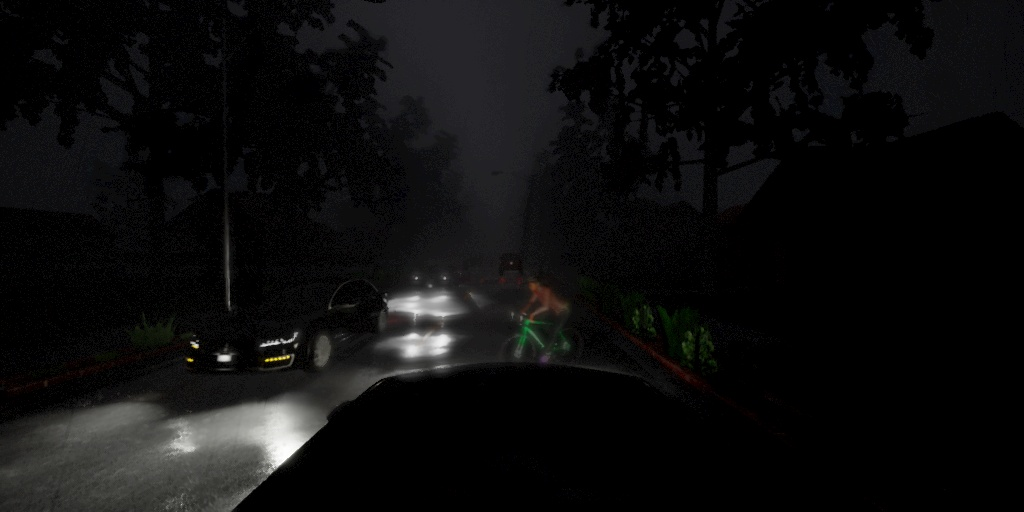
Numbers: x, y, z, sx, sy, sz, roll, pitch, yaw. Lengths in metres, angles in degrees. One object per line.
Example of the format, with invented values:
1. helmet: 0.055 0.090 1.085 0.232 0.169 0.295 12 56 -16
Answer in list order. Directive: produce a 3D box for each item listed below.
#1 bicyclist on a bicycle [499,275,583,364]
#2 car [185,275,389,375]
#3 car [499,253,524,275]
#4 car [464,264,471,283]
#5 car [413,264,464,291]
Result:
1. bicyclist on a bicycle: 0.529 1.145 6.114 1.656 1.620 0.582 -2 3 -24
2. car: -4.118 1.208 7.549 1.837 1.490 4.892 0 0 0
3. car: -0.048 0.709 34.430 2.150 2.045 5.566 0 0 0
4. car: -4.083 1.215 25.391 1.895 1.301 4.718 0 0 0
5. car: -4.160 1.199 20.432 1.895 1.301 4.718 0 0 0
